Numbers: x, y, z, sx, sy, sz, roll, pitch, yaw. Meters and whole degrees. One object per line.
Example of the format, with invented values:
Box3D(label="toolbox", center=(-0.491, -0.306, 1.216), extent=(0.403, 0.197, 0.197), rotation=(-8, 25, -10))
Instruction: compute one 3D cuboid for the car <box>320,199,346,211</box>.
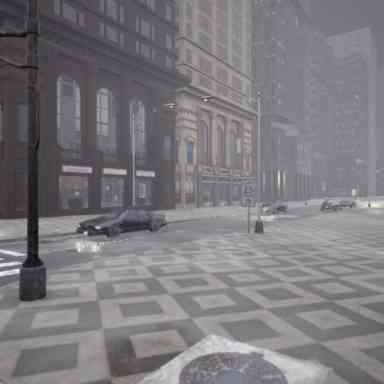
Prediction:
Box3D(label="car", center=(17.832, 1.655, 42.523), extent=(1.812, 1.442, 4.674), rotation=(0, 0, 36))

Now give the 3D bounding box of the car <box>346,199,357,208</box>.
Box3D(label="car", center=(23.736, 1.702, 50.766), extent=(2.033, 1.411, 5.357), rotation=(0, 0, 36))

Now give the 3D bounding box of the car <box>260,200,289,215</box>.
Box3D(label="car", center=(8.674, 1.596, 35.203), extent=(2.128, 1.511, 4.902), rotation=(0, 0, 36))

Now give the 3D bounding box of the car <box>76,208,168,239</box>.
Box3D(label="car", center=(-3.560, 1.591, 18.136), extent=(2.033, 1.411, 5.357), rotation=(0, 0, 36))
